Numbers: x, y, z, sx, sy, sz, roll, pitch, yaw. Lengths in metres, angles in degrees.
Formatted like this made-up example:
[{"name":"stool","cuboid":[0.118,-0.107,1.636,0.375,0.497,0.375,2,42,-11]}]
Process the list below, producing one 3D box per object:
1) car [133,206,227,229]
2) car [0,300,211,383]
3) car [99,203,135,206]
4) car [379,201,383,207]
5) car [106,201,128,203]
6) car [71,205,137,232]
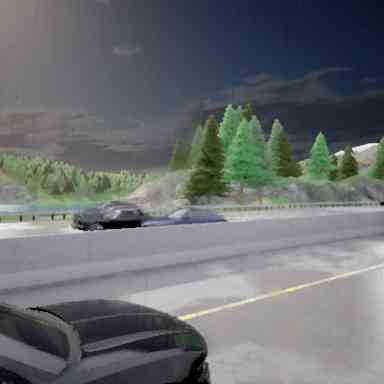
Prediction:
[{"name":"car","cuboid":[-0.294,1.519,16.665,4.674,1.442,1.812,0,0,-36]},{"name":"car","cuboid":[-2.112,1.478,2.240,5.008,1.535,1.882,0,0,-36]},{"name":"car","cuboid":[-5.236,1.594,21.755,4.718,1.301,1.895,0,0,-36]},{"name":"car","cuboid":[29.733,1.568,48.708,4.718,1.301,1.895,0,0,-24]},{"name":"car","cuboid":[-6.105,1.497,25.433,4.892,1.490,1.837,0,0,-35]},{"name":"car","cuboid":[-4.074,1.595,18.284,4.718,1.301,1.895,0,0,-35]}]
